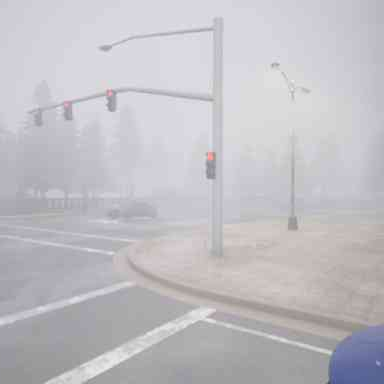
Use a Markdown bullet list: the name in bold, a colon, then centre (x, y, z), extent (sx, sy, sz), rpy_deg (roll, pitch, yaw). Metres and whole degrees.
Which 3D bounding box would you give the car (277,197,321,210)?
- **car**: centre (12.832, 1.506, 40.611), extent (4.718, 1.301, 1.895), rpy_deg (0, 0, -21)

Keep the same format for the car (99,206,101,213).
- **car**: centre (-6.099, 1.476, 30.547), extent (1.895, 1.301, 4.718), rpy_deg (0, 0, 40)

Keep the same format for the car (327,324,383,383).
- **car**: centre (3.305, 1.484, 1.610), extent (5.008, 1.535, 1.882), rpy_deg (0, 0, 36)

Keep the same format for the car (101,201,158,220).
- **car**: centre (-4.722, 1.448, 26.593), extent (1.994, 1.385, 4.181), rpy_deg (0, 0, 39)

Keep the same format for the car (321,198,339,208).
- **car**: centre (17.469, 1.455, 45.758), extent (5.357, 1.411, 2.033), rpy_deg (0, 0, -14)
